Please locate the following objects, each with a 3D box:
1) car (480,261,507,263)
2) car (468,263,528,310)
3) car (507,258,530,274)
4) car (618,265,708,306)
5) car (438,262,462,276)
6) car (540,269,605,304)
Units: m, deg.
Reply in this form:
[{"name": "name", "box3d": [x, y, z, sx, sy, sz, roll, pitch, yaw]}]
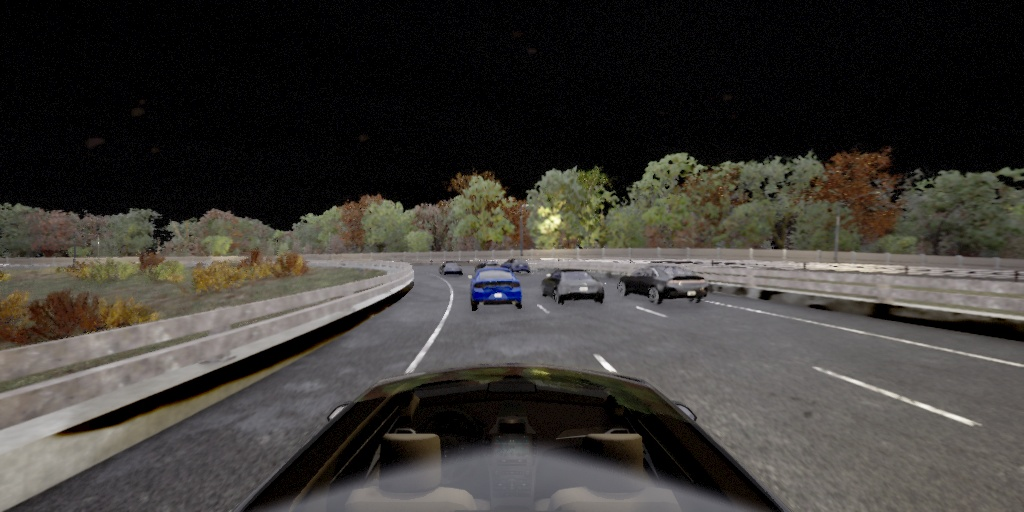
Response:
[{"name": "car", "box3d": [-2.569, 1.225, 37.721, 2.128, 1.511, 4.902, -1, 0, -19]}, {"name": "car", "box3d": [-0.788, 1.220, 14.927, 1.882, 1.535, 5.008, 0, 0, -7]}, {"name": "car", "box3d": [0.271, 1.045, 40.052, 2.097, 1.767, 4.553, -1, 0, -19]}, {"name": "car", "box3d": [6.177, 1.142, 15.318, 2.128, 1.511, 4.902, -1, 0, -7]}, {"name": "car", "box3d": [-6.708, 1.350, 38.808, 1.994, 1.385, 4.181, -1, 0, -21]}, {"name": "car", "box3d": [2.557, 1.261, 16.039, 1.994, 1.385, 4.181, -1, 0, -7]}]
